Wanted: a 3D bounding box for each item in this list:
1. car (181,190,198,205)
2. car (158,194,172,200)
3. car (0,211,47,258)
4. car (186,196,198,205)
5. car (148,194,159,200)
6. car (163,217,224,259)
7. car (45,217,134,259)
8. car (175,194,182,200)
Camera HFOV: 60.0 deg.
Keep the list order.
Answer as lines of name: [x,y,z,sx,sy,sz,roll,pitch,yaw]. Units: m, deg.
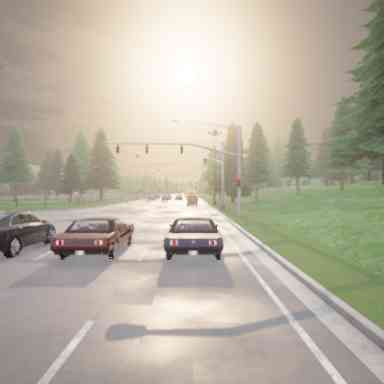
car: [-0.222,0.367,55.709,1.882,1.535,5.008,-2,14,-6]
car: [-6.984,1.440,87.935,2.033,1.411,5.357,0,0,0]
car: [-6.935,1.490,12.755,1.837,1.490,4.892,0,-1,0]
car: [0.011,1.485,57.321,2.033,1.411,5.357,0,0,0]
car: [-10.484,1.440,87.936,2.033,1.411,5.357,0,0,0]
car: [0.064,1.588,12.481,1.895,1.301,4.718,0,0,0]
car: [-3.436,1.588,12.485,1.895,1.301,4.718,0,0,0]
car: [-3.484,1.452,88.351,1.994,1.385,4.181,0,0,0]
